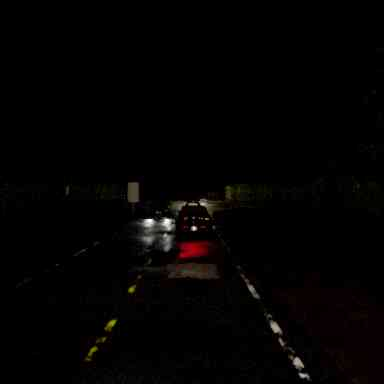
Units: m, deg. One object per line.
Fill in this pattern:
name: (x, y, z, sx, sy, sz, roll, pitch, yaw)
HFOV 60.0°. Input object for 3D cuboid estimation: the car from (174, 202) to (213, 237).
car: (0.097, 1.472, 17.993, 1.837, 1.490, 4.892, 0, 0, 0)

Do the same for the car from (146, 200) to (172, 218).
car: (-2.790, 1.456, 29.167, 1.837, 1.490, 4.892, 0, 0, 0)
